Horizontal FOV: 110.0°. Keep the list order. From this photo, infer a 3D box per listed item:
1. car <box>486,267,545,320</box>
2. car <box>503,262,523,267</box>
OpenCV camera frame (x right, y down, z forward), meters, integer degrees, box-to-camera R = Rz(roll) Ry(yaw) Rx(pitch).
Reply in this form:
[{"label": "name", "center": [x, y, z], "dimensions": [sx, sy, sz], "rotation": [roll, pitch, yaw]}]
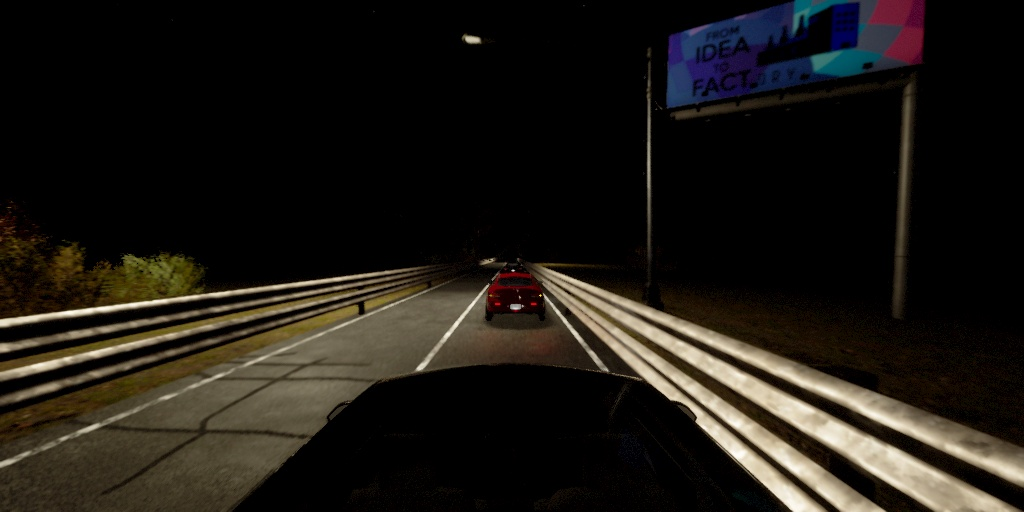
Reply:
[{"label": "car", "center": [0.104, 1.272, 12.470], "dimensions": [1.812, 1.442, 4.674], "rotation": [0, 0, 0]}, {"label": "car", "center": [0.107, 1.303, 34.726], "dimensions": [1.994, 1.385, 4.181], "rotation": [0, 0, 0]}]
